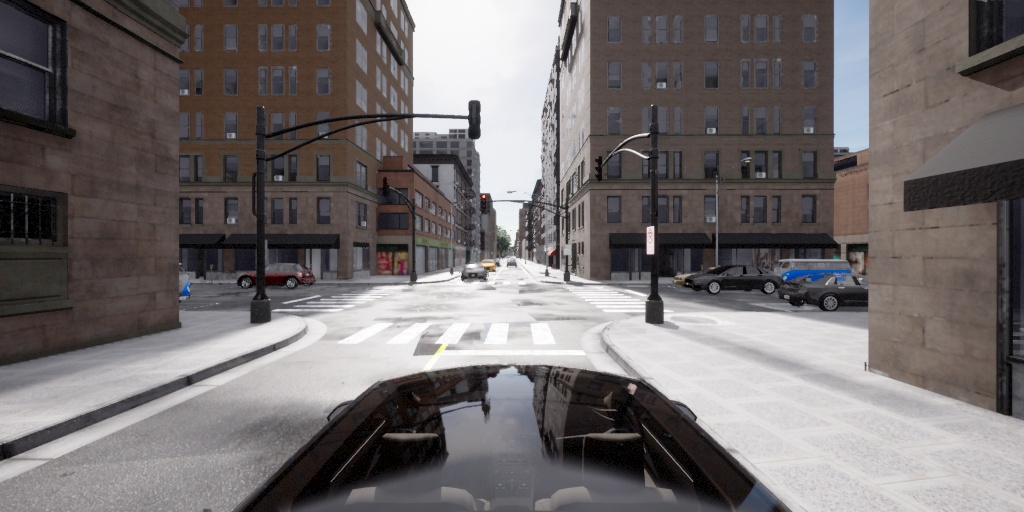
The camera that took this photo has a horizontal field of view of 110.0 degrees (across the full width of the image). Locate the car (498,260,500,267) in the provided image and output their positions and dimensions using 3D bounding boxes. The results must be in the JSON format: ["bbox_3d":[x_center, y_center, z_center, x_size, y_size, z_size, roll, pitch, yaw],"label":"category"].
[{"bbox_3d":[-3.082,1.312,64.495,1.895,1.301,4.718,0,0,0],"label":"car"}]

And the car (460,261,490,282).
[{"bbox_3d":[-3.026,1.307,29.165,1.994,1.385,4.181,0,0,-2],"label":"car"}]

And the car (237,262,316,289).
[{"bbox_3d":[-14.615,1.172,22.251,4.097,1.591,1.967,0,0,1],"label":"car"}]

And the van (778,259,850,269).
[{"bbox_3d":[18.249,1.080,21.929,3.998,1.789,1.690,0,0,1],"label":"van"}]

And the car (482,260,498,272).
[{"bbox_3d":[-3.125,1.210,45.495,1.882,1.535,5.008,0,0,0],"label":"car"}]

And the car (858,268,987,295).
[{"bbox_3d":[21.951,1.346,19.324,4.718,1.301,1.895,0,0,1],"label":"car"}]

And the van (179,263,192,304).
[{"bbox_3d":[-14.681,1.089,13.726,3.998,1.789,1.690,0,0,1],"label":"van"}]

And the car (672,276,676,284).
[{"bbox_3d":[12.410,1.264,21.986,4.829,1.417,1.751,0,0,1],"label":"car"}]

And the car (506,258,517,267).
[{"bbox_3d":[-0.038,1.260,63.733,2.033,1.411,5.357,0,0,0],"label":"car"}]

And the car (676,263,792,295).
[{"bbox_3d":[11.918,1.248,19.434,4.892,1.490,1.837,0,0,-1],"label":"car"}]

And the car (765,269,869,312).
[{"bbox_3d":[12.514,1.305,13.460,4.403,1.370,2.007,0,0,1],"label":"car"}]
